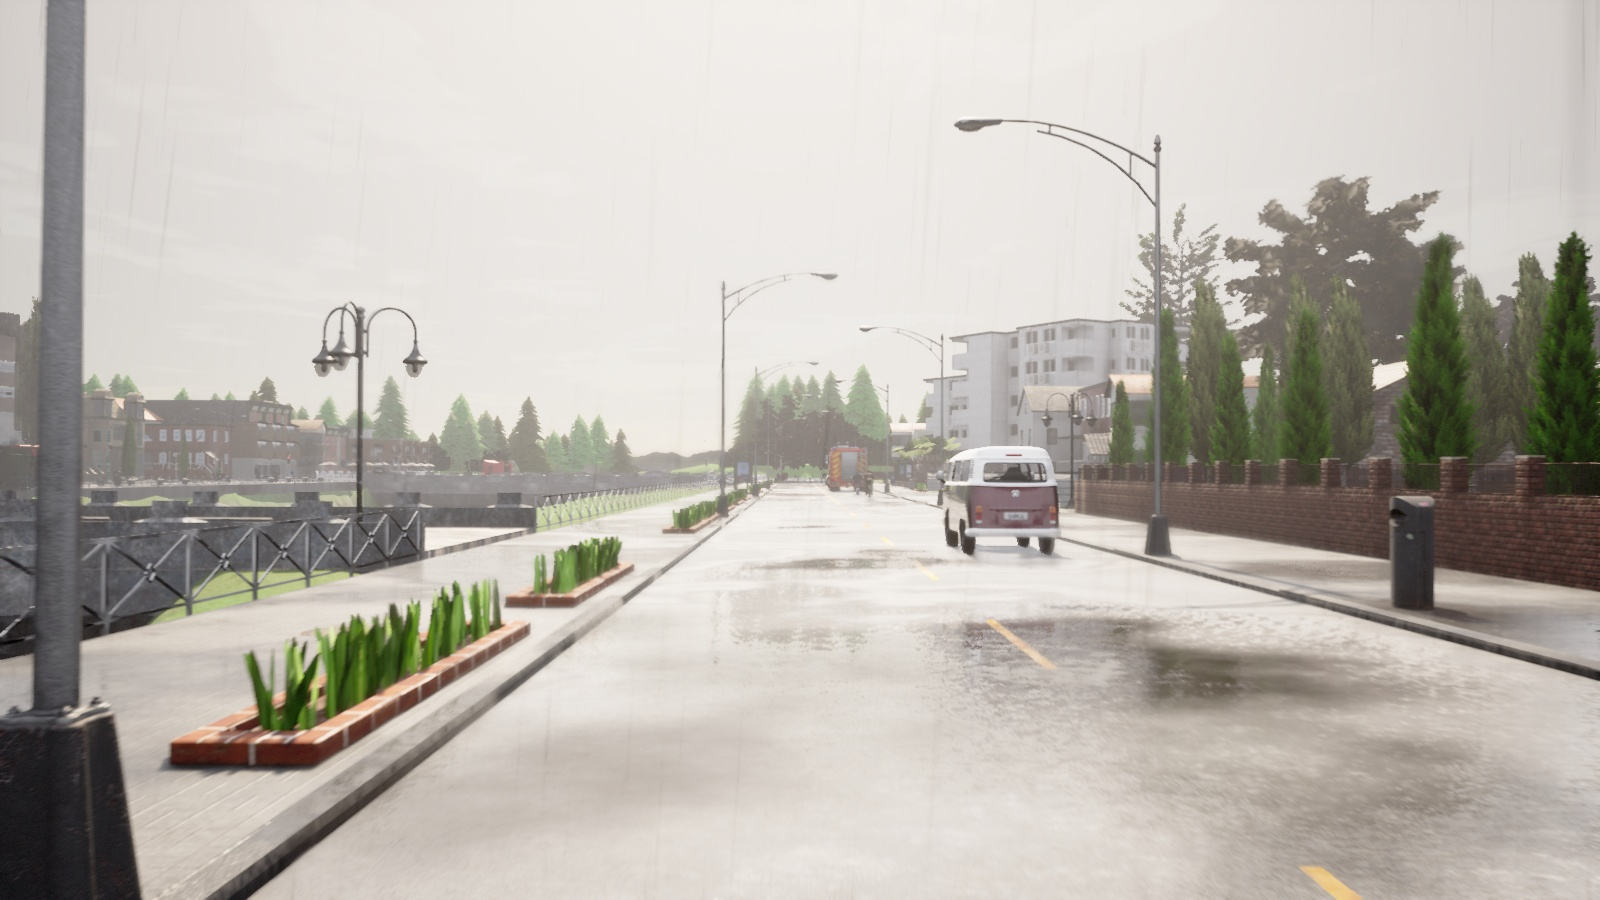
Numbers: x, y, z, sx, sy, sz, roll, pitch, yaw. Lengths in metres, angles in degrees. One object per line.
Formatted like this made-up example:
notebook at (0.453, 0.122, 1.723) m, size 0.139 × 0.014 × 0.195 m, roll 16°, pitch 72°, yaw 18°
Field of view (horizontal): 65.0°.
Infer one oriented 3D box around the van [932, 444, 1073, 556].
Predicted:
van at (3.940, 0.944, 25.201) m, size 2.069 × 2.038 × 4.480 m, roll 0°, pitch -1°, yaw 0°
